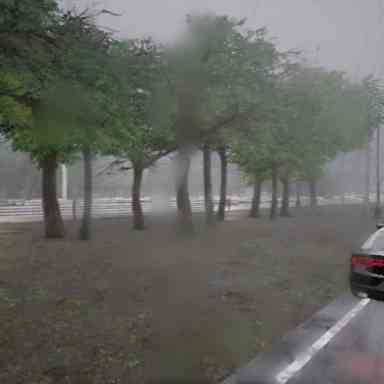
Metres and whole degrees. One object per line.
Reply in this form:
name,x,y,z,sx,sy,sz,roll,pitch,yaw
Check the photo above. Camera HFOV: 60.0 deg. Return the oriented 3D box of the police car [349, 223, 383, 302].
police car,5.245,1.444,7.738,1.930,1.638,5.238,1,0,40
